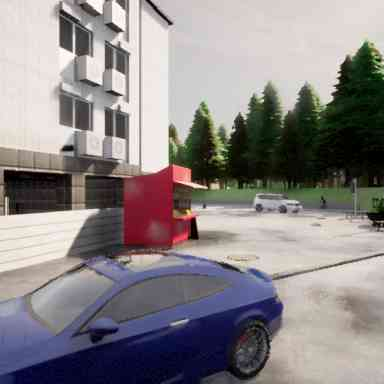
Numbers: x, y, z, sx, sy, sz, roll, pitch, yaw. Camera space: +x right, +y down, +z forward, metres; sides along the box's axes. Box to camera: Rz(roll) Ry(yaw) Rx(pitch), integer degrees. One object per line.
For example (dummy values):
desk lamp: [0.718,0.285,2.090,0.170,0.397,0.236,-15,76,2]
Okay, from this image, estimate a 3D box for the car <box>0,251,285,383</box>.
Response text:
car: [-0.847,1.526,3.991,4.674,1.442,1.812,0,0,-35]

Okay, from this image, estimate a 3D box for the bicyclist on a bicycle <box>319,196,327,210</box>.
bicyclist on a bicycle: [15.947,1.349,40.536,1.656,1.620,0.582,0,0,-35]

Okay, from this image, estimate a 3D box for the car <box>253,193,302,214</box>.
car: [9.065,1.213,35.734,2.150,2.045,5.566,0,1,-35]
